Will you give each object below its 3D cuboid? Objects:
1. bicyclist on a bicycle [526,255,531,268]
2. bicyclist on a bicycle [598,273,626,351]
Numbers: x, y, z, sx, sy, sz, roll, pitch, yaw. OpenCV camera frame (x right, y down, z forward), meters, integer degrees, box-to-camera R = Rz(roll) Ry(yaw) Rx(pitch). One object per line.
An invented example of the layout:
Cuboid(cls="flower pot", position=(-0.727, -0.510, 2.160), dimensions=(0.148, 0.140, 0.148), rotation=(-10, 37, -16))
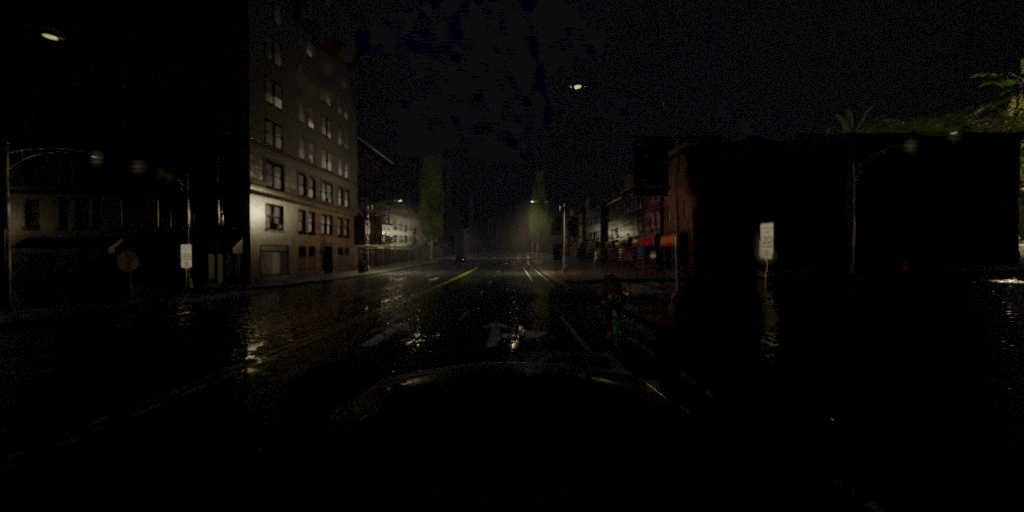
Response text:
Cuboid(cls="bicyclist on a bicycle", position=(2.247, 0.791, 49.312), dimensions=(0.659, 1.776, 1.843), rotation=(0, 1, 0))
Cuboid(cls="bicyclist on a bicycle", position=(2.249, 1.205, 8.075), dimensions=(0.582, 1.620, 1.656), rotation=(0, 0, 0))
